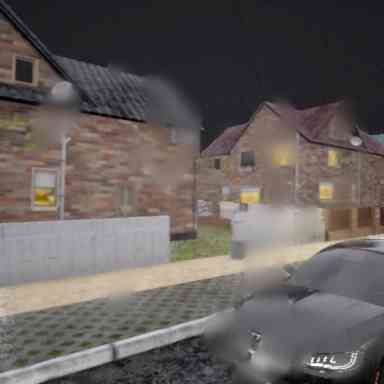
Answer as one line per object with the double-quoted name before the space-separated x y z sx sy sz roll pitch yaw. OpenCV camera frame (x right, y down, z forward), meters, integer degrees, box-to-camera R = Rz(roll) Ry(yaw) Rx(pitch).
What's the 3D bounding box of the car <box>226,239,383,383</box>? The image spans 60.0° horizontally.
"car" 2.674 1.521 4.860 4.892 1.490 1.837 0 0 -36
